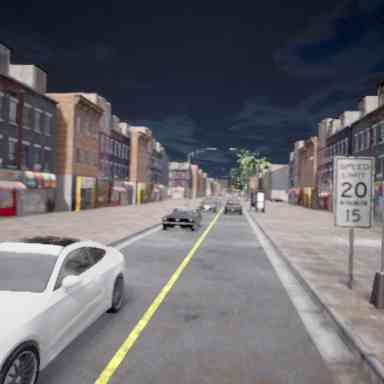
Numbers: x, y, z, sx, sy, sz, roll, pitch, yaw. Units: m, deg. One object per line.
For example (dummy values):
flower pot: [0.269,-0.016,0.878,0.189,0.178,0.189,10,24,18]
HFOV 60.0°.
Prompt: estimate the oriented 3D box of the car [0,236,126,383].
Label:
car: [-2.369,1.452,4.926,1.812,1.442,4.674,2,0,7]

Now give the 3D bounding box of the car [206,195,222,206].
car: [3.459,1.265,50.892,2.128,1.511,4.902,2,0,7]

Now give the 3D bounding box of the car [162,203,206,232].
car: [-0.501,1.572,20.049,1.895,1.301,4.718,2,0,7]

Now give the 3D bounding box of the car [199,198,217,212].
car: [1.987,1.554,39.181,2.128,1.511,4.902,2,0,7]

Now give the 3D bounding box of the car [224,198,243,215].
car: [4.513,1.605,36.377,2.128,1.511,4.902,2,0,7]

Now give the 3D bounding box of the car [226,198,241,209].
car: [6.197,1.659,49.941,2.128,1.511,4.902,2,0,7]
